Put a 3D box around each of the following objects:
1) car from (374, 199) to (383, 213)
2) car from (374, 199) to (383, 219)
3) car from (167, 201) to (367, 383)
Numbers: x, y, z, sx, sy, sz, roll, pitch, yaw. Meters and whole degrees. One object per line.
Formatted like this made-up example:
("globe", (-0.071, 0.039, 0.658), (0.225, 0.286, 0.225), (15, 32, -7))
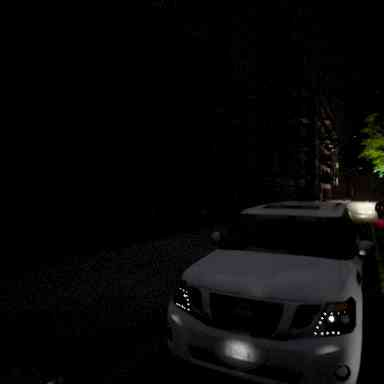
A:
("car", (22.149, 1.593, 38.175), (1.994, 1.385, 4.181), (0, 0, 27))
("car", (17.448, 1.373, 29.155), (2.097, 1.767, 4.553), (0, 0, 27))
("car", (1.748, 1.223, 5.734), (2.150, 2.045, 5.566), (0, 0, 28))
